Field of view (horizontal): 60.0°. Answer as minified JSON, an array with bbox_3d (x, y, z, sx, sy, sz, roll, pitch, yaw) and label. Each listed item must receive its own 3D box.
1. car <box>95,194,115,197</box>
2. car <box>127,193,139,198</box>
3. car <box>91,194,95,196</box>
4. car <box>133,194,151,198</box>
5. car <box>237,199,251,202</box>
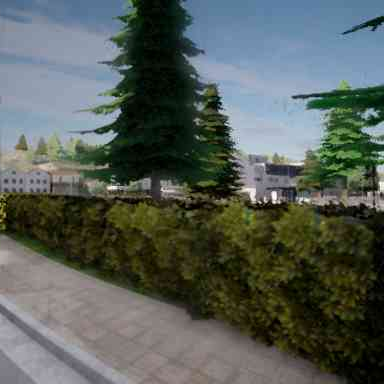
[{"bbox_3d":[-21.665,1.293,86.197,5.027,1.636,2.152,0,0,-39],"label":"car"},{"bbox_3d":[-11.504,1.220,74.221,4.605,1.855,1.932,0,0,-39],"label":"car"},{"bbox_3d":[-25.939,1.379,90.995,3.806,1.475,1.970,0,0,-39],"label":"car"},{"bbox_3d":[-7.616,1.479,57.325,3.806,1.475,1.970,0,0,-39],"label":"car"},{"bbox_3d":[5.919,1.304,46.510,5.566,2.045,2.150,1,0,-39],"label":"car"}]
